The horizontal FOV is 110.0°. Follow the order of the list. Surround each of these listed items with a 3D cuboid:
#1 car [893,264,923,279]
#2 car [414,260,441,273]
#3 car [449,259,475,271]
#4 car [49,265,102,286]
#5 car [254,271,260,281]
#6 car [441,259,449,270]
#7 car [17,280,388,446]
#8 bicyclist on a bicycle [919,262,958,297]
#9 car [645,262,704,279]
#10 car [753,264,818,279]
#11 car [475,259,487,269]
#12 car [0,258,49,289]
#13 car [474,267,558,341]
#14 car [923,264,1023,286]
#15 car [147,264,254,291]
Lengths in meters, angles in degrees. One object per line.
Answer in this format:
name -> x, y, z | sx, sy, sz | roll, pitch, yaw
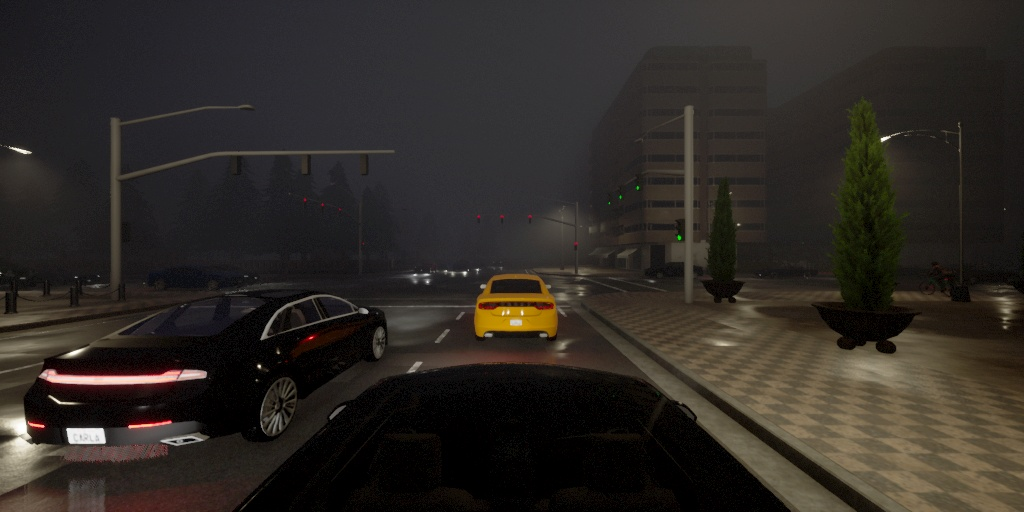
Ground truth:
car -> 34.909, 1.404, 32.554 | 4.718, 1.301, 1.895 | 0, 0, 0
car -> -10.387, 1.348, 43.613 | 1.895, 1.301, 4.718 | 0, 0, 1
car -> -6.678, 1.224, 48.397 | 1.882, 1.535, 5.008 | 0, 0, 3
car -> -32.329, 1.351, 25.154 | 5.357, 1.411, 2.033 | 0, 0, 0
car -> -20.429, 1.309, 25.189 | 4.892, 1.490, 1.837 | 0, 0, 0
car -> -9.795, 1.224, 52.998 | 1.882, 1.535, 5.008 | 0, 0, 7
car -> -3.425, 1.241, 5.325 | 2.128, 1.511, 4.902 | 0, 0, 0
bicyclist on a bicycle -> 20.280, 1.105, 17.035 | 0.582, 1.620, 1.656 | 0, 0, 0
car -> 14.633, 1.281, 32.501 | 5.008, 1.535, 1.882 | 0, 0, 0
car -> 24.709, 1.404, 32.531 | 4.718, 1.301, 1.895 | 0, 0, 0
car -> -5.516, 1.250, 57.729 | 1.837, 1.490, 4.892 | 0, 0, 15
car -> -32.285, 1.028, 21.654 | 5.566, 2.045, 2.150 | 0, 0, 0
car -> 0.103, 1.227, 9.909 | 1.882, 1.535, 5.008 | 0, 0, 0
car -> 32.913, 1.296, 25.359 | 4.902, 1.511, 2.128 | 0, 0, 0
car -> -18.970, 1.281, 21.696 | 5.008, 1.535, 1.882 | 0, 0, 0
